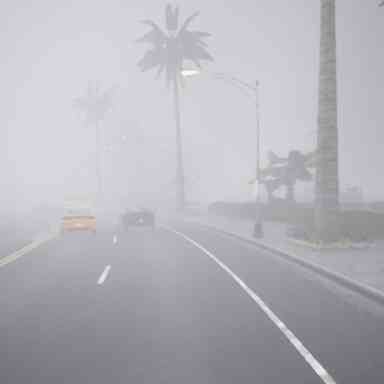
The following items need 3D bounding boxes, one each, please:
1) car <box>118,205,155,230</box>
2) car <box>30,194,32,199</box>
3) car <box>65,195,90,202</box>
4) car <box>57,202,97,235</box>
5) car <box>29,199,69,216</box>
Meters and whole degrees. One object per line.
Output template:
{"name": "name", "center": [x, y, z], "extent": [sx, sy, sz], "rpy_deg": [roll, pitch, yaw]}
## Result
{"name": "car", "center": [-3.791, 1.580, 22.039], "extent": [1.882, 1.535, 5.008], "rpy_deg": [0, 0, -18]}
{"name": "car", "center": [-37.382, 1.932, 80.770], "extent": [4.193, 1.474, 1.816], "rpy_deg": [0, 0, 17]}
{"name": "car", "center": [-13.955, 1.451, 39.429], "extent": [2.150, 2.045, 5.566], "rpy_deg": [0, 0, -42]}
{"name": "car", "center": [-6.786, 1.592, 20.040], "extent": [1.882, 1.535, 5.008], "rpy_deg": [0, 0, -18]}
{"name": "car", "center": [-15.798, 1.778, 36.381], "extent": [2.033, 1.411, 5.357], "rpy_deg": [0, 0, -41]}
